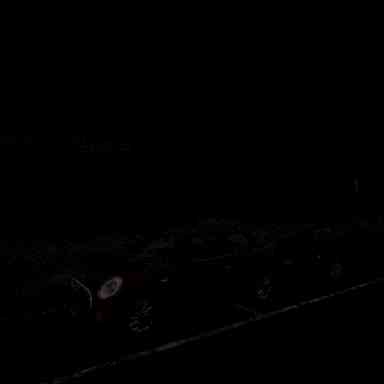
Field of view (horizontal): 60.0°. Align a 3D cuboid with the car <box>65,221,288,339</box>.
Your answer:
[{"bbox_3d":[-0.293,1.440,6.534,4.097,1.590,1.967,0,1,-35],"label":"car"}]

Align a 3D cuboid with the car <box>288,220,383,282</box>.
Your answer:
[{"bbox_3d":[4.294,1.544,9.790,4.507,1.381,1.887,0,1,-35],"label":"car"}]
